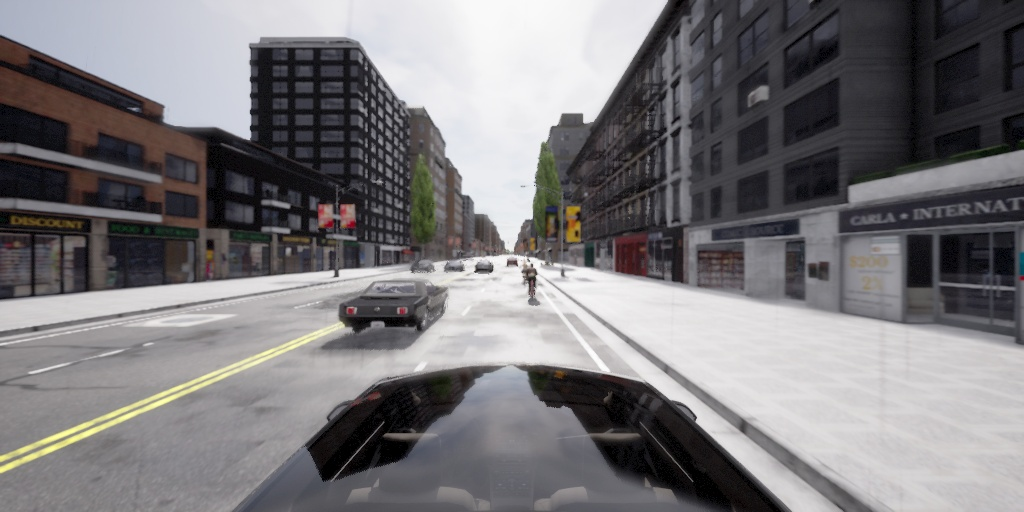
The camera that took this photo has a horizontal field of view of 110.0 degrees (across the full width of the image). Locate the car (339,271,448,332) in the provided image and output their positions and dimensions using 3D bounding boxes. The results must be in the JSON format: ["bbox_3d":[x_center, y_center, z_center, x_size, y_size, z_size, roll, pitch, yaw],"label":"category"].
[{"bbox_3d":[-3.151,1.313,10.666,1.895,1.301,4.718,0,0,0],"label":"car"}]

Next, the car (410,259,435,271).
[{"bbox_3d":[-9.840,1.107,39.921,1.812,1.442,4.674,0,0,0],"label":"car"}]

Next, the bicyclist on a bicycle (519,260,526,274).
[{"bbox_3d":[0.910,1.084,25.498,0.866,1.612,1.509,0,0,0],"label":"bicyclist on a bicycle"}]

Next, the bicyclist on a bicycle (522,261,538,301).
[{"bbox_3d":[0.891,1.143,15.860,0.582,1.620,1.656,0,0,0],"label":"bicyclist on a bicycle"}]

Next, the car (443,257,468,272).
[{"bbox_3d":[-6.590,1.139,41.235,1.994,1.385,4.181,0,0,0],"label":"car"}]

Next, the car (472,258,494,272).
[{"bbox_3d":[-3.154,1.138,41.497,1.994,1.385,4.181,0,0,0],"label":"car"}]

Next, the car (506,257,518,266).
[{"bbox_3d":[0.048,0.961,60.800,1.882,1.535,5.008,0,1,0],"label":"car"}]
